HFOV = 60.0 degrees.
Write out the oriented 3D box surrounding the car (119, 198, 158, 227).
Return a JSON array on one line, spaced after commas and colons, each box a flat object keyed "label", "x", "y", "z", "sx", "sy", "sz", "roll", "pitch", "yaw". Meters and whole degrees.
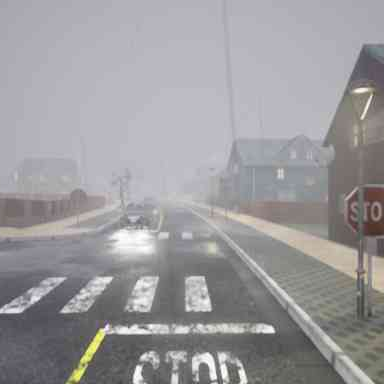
[{"label": "car", "x": -3.549, "y": 1.421, "z": 22.080, "sx": 2.128, "sy": 1.511, "sz": 4.902, "roll": 0, "pitch": 0, "yaw": -2}]
